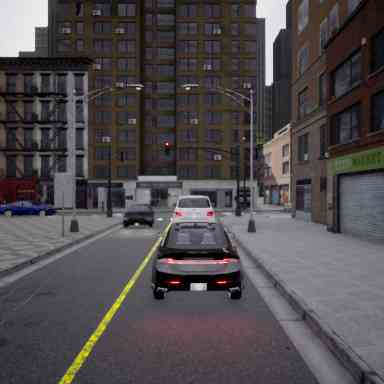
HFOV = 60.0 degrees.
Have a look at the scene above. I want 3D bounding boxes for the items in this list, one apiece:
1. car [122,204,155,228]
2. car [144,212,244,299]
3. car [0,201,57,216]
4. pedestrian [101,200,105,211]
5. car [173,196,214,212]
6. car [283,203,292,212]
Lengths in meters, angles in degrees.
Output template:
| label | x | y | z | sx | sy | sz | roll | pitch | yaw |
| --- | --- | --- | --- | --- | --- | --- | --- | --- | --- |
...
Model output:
| label | x | y | z | sx | sy | sz | roll | pitch | yaw |
| --- | --- | --- | --- | --- | --- | --- | --- | --- | --- |
| car | -3.505 | 1.538 | 22.414 | 2.033 | 1.411 | 5.357 | 0 | 0 | -5 |
| car | 0.101 | 1.490 | 8.407 | 2.128 | 1.511 | 4.902 | 0 | 0 | 0 |
| car | -15.472 | 1.577 | 31.624 | 5.008 | 1.535 | 1.882 | 0 | 0 | -2 |
| pedestrian | -10.156 | 1.497 | 37.932 | 0.375 | 1.300 | 0.375 | 0 | 0 | -1 |
| car | 0.100 | 1.215 | 18.861 | 2.150 | 2.045 | 5.566 | 0 | 0 | 0 |
| car | 12.065 | 1.394 | 35.167 | 4.674 | 1.442 | 1.812 | -1 | 0 | -1 |
